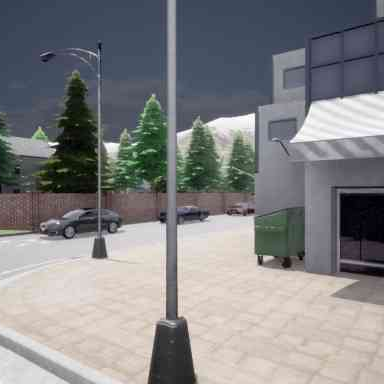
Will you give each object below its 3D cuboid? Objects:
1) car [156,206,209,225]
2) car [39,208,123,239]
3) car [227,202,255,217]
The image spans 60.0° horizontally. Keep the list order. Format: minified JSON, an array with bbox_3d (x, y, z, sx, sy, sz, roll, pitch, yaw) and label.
[{"bbox_3d":[-0.644,1.777,26.353,1.895,1.301,4.718,0,0,36],"label":"car"},{"bbox_3d":[-6.158,1.681,18.908,1.837,1.490,4.892,0,0,36],"label":"car"},{"bbox_3d":[5.290,1.740,34.356,1.994,1.385,4.181,0,0,36],"label":"car"}]
